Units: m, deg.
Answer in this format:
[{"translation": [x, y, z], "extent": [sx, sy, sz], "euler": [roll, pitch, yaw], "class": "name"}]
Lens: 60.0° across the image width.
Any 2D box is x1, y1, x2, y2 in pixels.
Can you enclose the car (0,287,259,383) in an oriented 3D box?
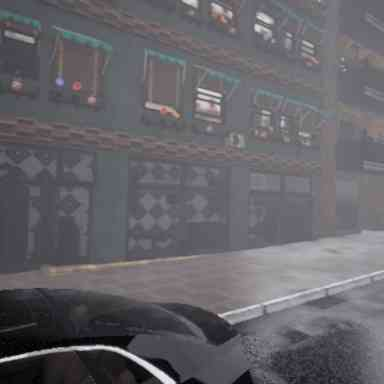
[{"translation": [-1.746, 1.501, 1.824], "extent": [4.892, 1.490, 1.837], "euler": [0, 0, -36], "class": "car"}]
